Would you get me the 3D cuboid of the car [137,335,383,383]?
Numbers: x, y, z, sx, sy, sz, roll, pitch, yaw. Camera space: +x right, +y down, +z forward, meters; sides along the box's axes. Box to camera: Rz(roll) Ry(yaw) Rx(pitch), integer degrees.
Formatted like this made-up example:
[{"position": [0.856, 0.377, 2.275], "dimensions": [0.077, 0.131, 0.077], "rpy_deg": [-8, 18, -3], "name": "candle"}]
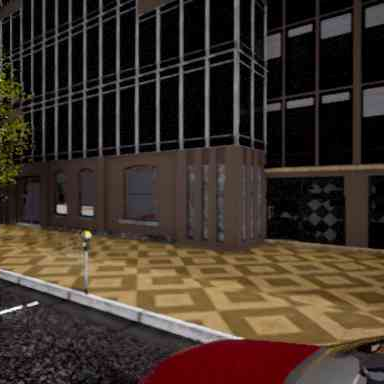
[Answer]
[{"position": [1.427, 1.581, 1.863], "dimensions": [4.206, 1.307, 1.802], "rpy_deg": [0, 0, 35], "name": "car"}]
